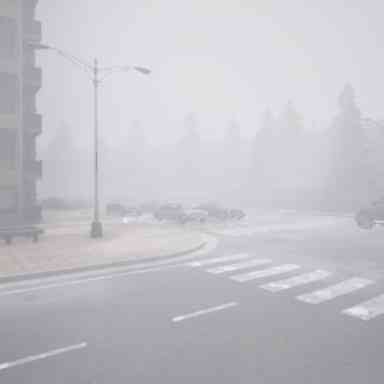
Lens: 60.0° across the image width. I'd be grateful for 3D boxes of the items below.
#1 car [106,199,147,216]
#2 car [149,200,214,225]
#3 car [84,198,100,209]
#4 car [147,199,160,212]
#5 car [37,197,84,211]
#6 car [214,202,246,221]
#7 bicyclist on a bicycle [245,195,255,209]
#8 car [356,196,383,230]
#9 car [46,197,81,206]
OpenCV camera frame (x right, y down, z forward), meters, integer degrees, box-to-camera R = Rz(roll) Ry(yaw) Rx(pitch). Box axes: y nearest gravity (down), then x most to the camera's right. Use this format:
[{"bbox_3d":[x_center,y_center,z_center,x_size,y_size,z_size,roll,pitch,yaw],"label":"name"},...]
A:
[{"bbox_3d":[-6.366,1.403,30.690,1.812,1.442,4.674,0,0,-38],"label":"car"},{"bbox_3d":[-0.879,1.477,23.347,1.895,1.301,4.718,0,0,-36],"label":"car"},{"bbox_3d":[-13.606,1.437,41.857,4.181,1.385,1.994,0,0,28],"label":"car"},{"bbox_3d":[-3.403,1.423,32.477,1.994,1.385,4.181,0,0,-39],"label":"car"},{"bbox_3d":[-15.407,1.392,38.963,4.892,1.490,1.837,1,0,27],"label":"car"},{"bbox_3d":[1.915,1.458,25.445,1.895,1.301,4.718,0,0,-36],"label":"car"},{"bbox_3d":[6.603,1.099,37.803,1.656,1.620,0.582,-1,0,-36],"label":"bicyclist on a bicycle"},{"bbox_3d":[10.786,1.070,16.824,2.150,2.045,5.566,1,0,-8],"label":"car"},{"bbox_3d":[-20.036,1.472,51.895,4.718,1.301,1.895,0,0,13],"label":"car"}]
